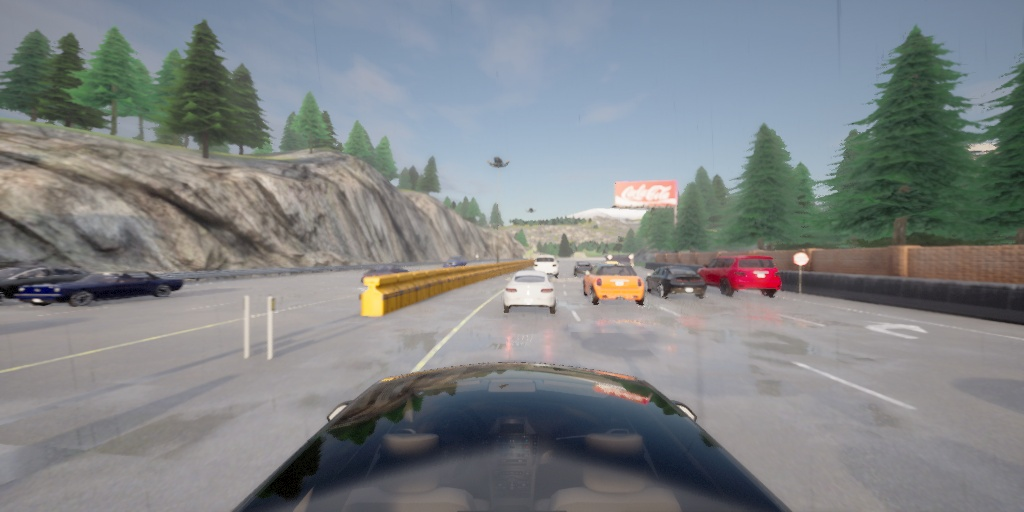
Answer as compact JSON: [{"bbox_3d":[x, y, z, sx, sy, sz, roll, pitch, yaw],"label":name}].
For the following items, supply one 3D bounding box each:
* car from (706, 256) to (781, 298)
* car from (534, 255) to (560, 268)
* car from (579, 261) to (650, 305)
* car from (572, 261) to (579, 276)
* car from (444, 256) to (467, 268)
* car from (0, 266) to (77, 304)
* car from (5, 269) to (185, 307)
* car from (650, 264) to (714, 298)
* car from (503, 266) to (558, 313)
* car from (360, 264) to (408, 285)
[{"bbox_3d":[11.805,1.000,19.155,2.150,2.045,5.566,0,0,7],"label":"car"},{"bbox_3d":[3.246,0.970,33.712,2.150,2.045,5.566,0,0,8],"label":"car"},{"bbox_3d":[4.474,1.110,16.369,2.097,1.767,4.553,0,0,5],"label":"car"},{"bbox_3d":[7.177,1.251,36.391,2.128,1.511,4.902,0,0,8],"label":"car"},{"bbox_3d":[-8.203,1.038,52.869,2.150,2.045,5.566,0,0,8],"label":"car"},{"bbox_3d":[-20.427,1.179,15.127,2.128,1.511,4.902,0,0,5],"label":"car"},{"bbox_3d":[-16.941,1.298,15.119,1.895,1.301,4.718,0,0,5],"label":"car"},{"bbox_3d":[8.228,1.273,18.445,1.837,1.490,4.892,0,0,7],"label":"car"},{"bbox_3d":[0.733,1.274,13.949,1.812,1.442,4.674,0,0,5],"label":"car"},{"bbox_3d":[-8.782,1.281,25.101,1.994,1.385,4.181,0,0,8],"label":"car"}]
